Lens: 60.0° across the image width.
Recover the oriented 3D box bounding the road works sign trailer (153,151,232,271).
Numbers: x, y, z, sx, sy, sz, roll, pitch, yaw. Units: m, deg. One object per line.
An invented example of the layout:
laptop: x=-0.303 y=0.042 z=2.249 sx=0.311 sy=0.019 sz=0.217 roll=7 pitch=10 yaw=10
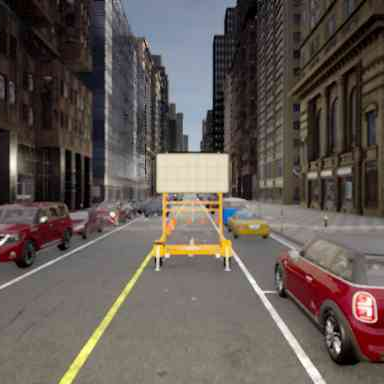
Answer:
road works sign trailer: x=0.020 y=0.458 z=10.896 sx=2.380 sy=3.560 sz=2.880 roll=0 pitch=0 yaw=0

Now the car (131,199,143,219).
car: x=-5.710 y=1.539 z=28.258 sx=2.008 sy=1.369 sz=4.403 roll=0 pitch=0 yaw=0

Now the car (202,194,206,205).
car: x=2.848 y=1.302 z=45.059 sx=2.192 sy=1.841 sz=5.009 roll=0 pitch=0 yaw=0

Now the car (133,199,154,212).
car: x=-5.688 y=1.553 z=39.461 sx=1.947 sy=1.339 sz=4.313 roll=0 pitch=0 yaw=0

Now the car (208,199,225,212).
car: x=2.837 y=1.569 z=39.458 sx=1.802 sy=1.307 sz=4.206 roll=0 pitch=0 yaw=0

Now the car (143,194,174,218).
car: x=-3.038 y=1.340 z=30.213 sx=2.097 sy=1.767 sz=4.553 roll=0 pitch=0 yaw=0

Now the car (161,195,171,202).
car: x=-5.622 y=1.433 z=73.074 sx=1.967 sy=1.590 sz=4.097 roll=0 pitch=0 yaw=0

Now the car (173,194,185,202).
car: x=-2.857 y=1.487 z=72.354 sx=1.837 sy=1.490 sz=4.892 roll=0 pitch=0 yaw=0

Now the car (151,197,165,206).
car: x=-5.655 y=1.534 z=56.268 sx=1.887 sy=1.381 sz=4.507 roll=0 pitch=0 yaw=0

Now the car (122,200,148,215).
car: x=-5.699 y=1.553 z=33.860 sx=1.947 sy=1.339 sz=4.313 roll=0 pitch=0 yaw=0

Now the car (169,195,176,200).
car: x=-5.576 y=1.542 z=95.483 sx=1.887 sy=1.381 sz=4.507 roll=0 pitch=0 yaw=0

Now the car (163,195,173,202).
car: x=-5.610 y=1.539 z=78.676 sx=1.887 sy=1.381 sz=4.507 roll=0 pitch=0 yaw=0

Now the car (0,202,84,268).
car: x=-5.744 y=1.309 z=11.451 sx=2.192 sy=1.841 sz=5.009 roll=0 pitch=0 yaw=0

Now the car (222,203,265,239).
car: x=2.793 y=1.517 z=17.221 sx=1.752 sy=1.417 sz=4.829 roll=0 pitch=0 yaw=0

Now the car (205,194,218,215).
car: x=2.825 y=1.302 z=33.855 sx=2.192 sy=1.841 sz=5.009 roll=0 pitch=0 yaw=0

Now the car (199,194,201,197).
car: x=2.893 y=1.431 z=67.466 sx=1.967 sy=1.590 sz=4.097 roll=0 pitch=0 yaw=0

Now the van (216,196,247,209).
van: x=2.803 y=1.330 z=22.653 sx=1.690 sy=1.788 sz=3.998 roll=0 pitch=0 yaw=0

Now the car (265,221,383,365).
car: x=2.770 y=1.437 z=5.847 sx=1.967 sy=1.590 sz=4.097 roll=0 pitch=0 yaw=0

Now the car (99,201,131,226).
car: x=-5.721 y=1.430 z=22.655 sx=1.967 sy=1.590 sz=4.097 roll=0 pitch=0 yaw=0

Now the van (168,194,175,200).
van: x=-5.588 y=1.337 z=89.881 sx=1.690 sy=1.788 sz=3.998 roll=0 pitch=0 yaw=0

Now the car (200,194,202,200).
car: x=2.870 y=1.429 z=56.262 sx=1.967 sy=1.590 sz=4.097 roll=0 pitch=0 yaw=0

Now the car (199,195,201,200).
car: x=2.882 y=1.556 z=61.864 sx=1.947 sy=1.339 sz=4.313 roll=0 pitch=0 yaw=0

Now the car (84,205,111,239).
car: x=-5.732 y=1.574 z=17.054 sx=1.802 sy=1.307 sz=4.206 roll=0 pitch=0 yaw=0
